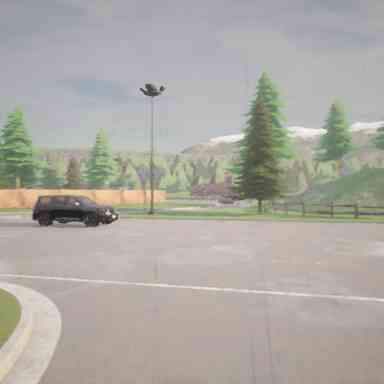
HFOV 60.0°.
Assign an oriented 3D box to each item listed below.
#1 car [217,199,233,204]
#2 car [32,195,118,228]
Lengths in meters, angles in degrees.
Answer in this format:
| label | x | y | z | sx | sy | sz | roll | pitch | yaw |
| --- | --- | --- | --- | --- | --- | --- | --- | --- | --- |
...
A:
| label | x | y | z | sx | sy | sz | roll | pitch | yaw |
| --- | --- | --- | --- | --- | --- | --- | --- | --- | --- |
| car | 6.297 | 1.601 | 63.122 | 1.994 | 1.385 | 4.181 | 0 | 0 | -17 |
| car | -7.738 | 1.224 | 22.018 | 5.566 | 2.045 | 2.150 | 0 | 0 | 13 |
